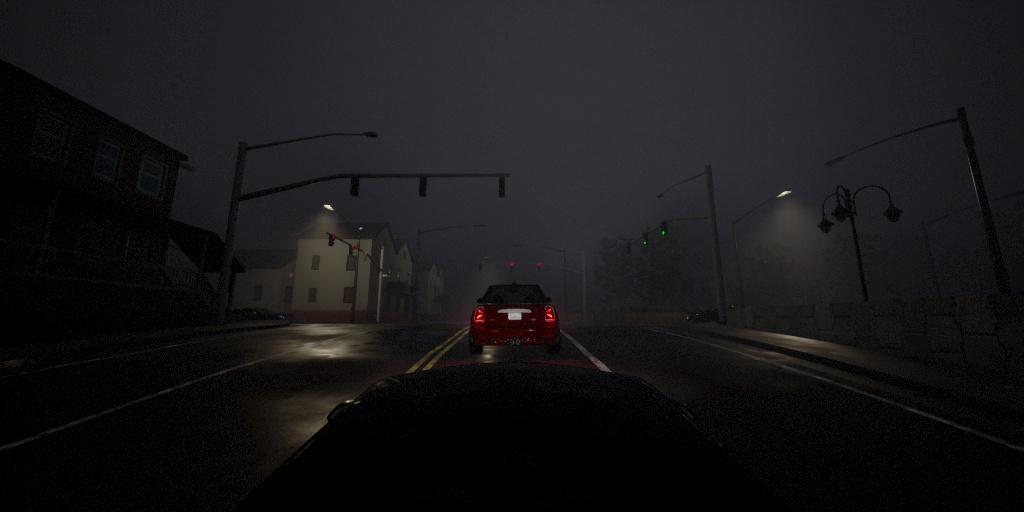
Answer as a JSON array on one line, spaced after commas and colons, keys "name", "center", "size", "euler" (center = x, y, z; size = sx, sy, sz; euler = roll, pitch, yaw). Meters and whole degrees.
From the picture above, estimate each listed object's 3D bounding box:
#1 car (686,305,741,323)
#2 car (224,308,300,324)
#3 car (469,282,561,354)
[{"name": "car", "center": [16.306, 4.627, 28.300], "size": [4.902, 1.511, 2.128], "euler": [0, -10, 1]}, {"name": "car", "center": [-17.969, 4.618, 24.994], "size": [5.566, 2.045, 2.150], "euler": [-8, -10, -1]}, {"name": "car", "center": [0.060, 1.566, 10.070], "size": [2.097, 1.767, 4.553], "euler": [-1, -6, 0]}]
